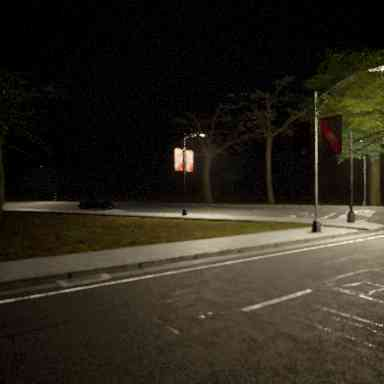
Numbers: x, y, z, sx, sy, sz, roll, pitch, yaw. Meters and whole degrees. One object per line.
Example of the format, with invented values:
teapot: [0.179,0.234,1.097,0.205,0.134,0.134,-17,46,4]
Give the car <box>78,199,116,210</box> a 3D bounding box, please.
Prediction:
car: [-12.406,1.586,43.180,5.357,1.411,2.033,0,0,32]
